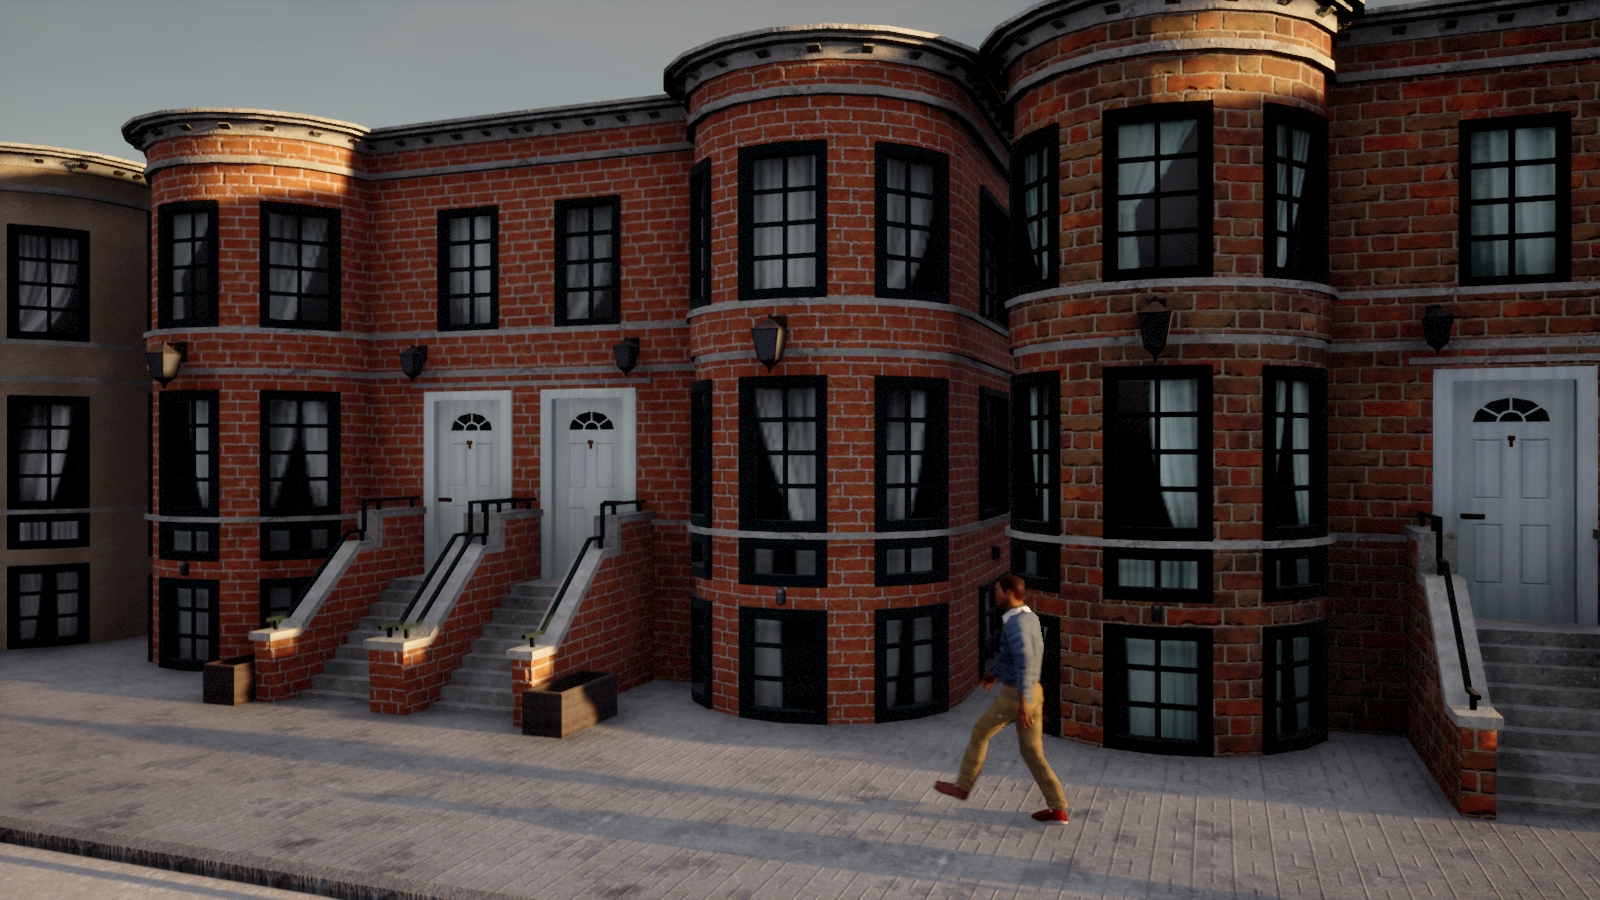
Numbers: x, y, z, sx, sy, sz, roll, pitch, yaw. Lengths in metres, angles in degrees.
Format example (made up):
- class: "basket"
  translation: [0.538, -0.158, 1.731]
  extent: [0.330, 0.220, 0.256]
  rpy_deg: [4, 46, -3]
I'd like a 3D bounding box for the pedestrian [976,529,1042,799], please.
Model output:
- class: "pedestrian"
  translation: [1.518, 1.523, 8.283]
  extent: [0.375, 1.860, 0.375]
  rpy_deg: [0, 0, 28]
